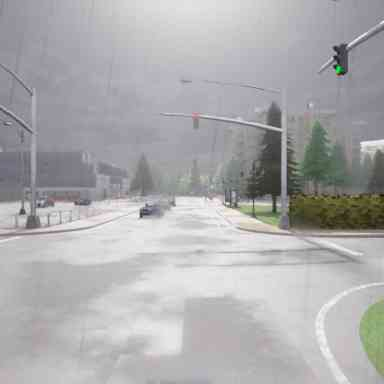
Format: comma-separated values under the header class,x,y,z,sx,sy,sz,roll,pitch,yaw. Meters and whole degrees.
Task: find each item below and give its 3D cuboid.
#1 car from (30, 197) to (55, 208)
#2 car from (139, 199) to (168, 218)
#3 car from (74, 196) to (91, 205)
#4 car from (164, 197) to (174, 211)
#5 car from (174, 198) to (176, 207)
class,x,y,z,sx,sy,sz,roll,pitch,yaw
car,-20.481,1.384,45.651,1.970,1.475,3.806,0,0,0
car,-3.581,1.601,30.276,1.895,1.301,4.718,0,0,0
car,-17.424,1.374,53.040,1.845,1.501,3.633,0,0,0
car,-3.568,1.564,40.272,1.994,1.385,4.181,0,0,0
car,-3.511,1.478,51.714,1.882,1.535,5.008,0,1,1
